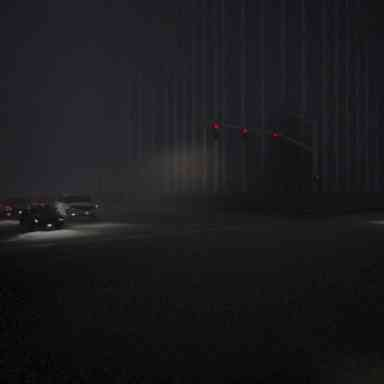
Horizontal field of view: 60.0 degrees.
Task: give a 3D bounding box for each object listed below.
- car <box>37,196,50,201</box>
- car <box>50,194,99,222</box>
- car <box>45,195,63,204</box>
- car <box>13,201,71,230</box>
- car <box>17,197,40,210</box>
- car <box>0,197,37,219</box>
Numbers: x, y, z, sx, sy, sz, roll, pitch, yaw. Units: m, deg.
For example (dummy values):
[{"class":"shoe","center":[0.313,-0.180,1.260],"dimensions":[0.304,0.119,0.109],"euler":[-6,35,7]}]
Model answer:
[{"class":"car","center":[-15.163,1.310,34.702],"dimensions":[2.097,1.767,4.553],"euler":[0,0,-36]},{"class":"car","center":[-9.319,1.179,26.619],"dimensions":[2.150,2.045,5.566],"euler":[0,0,-36]},{"class":"car","center":[-25.523,1.397,61.293],"dimensions":[1.882,1.535,5.008],"euler":[0,0,-36]},{"class":"car","center":[-9.710,1.524,21.197],"dimensions":[2.033,1.411,5.357],"euler":[0,0,-36]},{"class":"car","center":[-21.220,1.463,43.101],"dimensions":[1.837,1.490,4.892],"euler":[0,0,-36]},{"class":"car","center":[-15.241,1.329,28.839],"dimensions":[2.097,1.767,4.553],"euler":[0,0,-36]}]
